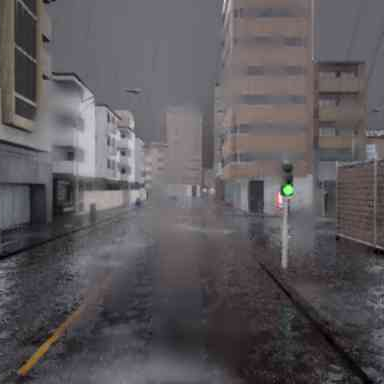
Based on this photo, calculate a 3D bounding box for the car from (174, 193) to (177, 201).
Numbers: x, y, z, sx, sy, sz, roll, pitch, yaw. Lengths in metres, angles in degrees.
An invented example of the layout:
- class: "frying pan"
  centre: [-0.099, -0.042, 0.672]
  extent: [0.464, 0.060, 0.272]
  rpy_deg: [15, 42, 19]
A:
- class: "car"
  centre: [-3.997, 0.942, 66.031]
  extent: [2.033, 1.411, 5.357]
  rpy_deg: [0, 0, 0]

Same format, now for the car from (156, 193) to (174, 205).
- class: "car"
  centre: [-4.092, 1.056, 49.048]
  extent: [1.837, 1.490, 4.892]
  rpy_deg: [0, 1, 0]
